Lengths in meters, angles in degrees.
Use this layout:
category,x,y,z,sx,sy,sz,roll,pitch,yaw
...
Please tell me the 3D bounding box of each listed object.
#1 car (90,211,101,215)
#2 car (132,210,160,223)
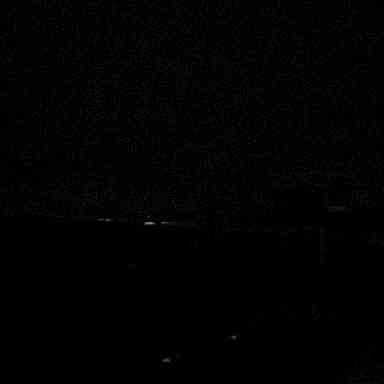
category,x,y,z,sx,sy,sz,roll,pitch,yaw
car,-14.731,3.215,52.775,1.994,1.385,4.181,0,-2,-36
car,-5.507,2.859,39.721,1.812,1.442,4.674,0,-2,-35
